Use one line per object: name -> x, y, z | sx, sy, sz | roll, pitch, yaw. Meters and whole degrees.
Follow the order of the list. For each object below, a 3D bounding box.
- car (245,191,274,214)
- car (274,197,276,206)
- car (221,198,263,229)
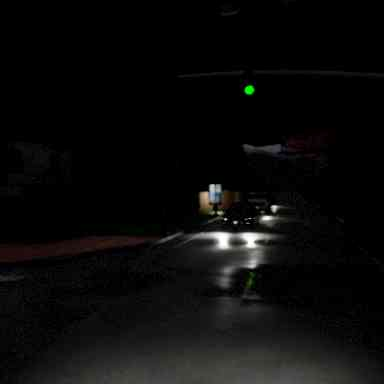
car -> 6.432, 1.006, 32.197 | 2.150, 2.045, 5.566 | -1, 1, 16
car -> 10.938, 1.131, 47.572 | 1.882, 1.535, 5.008 | -1, 0, 17
car -> 3.040, 1.397, 20.507 | 1.837, 1.490, 4.892 | -1, 0, 16
